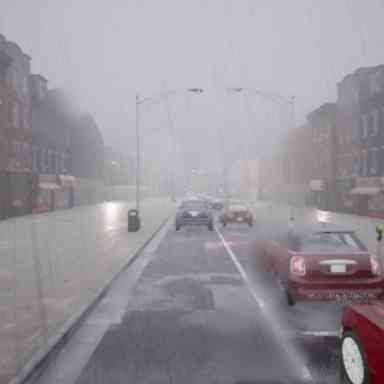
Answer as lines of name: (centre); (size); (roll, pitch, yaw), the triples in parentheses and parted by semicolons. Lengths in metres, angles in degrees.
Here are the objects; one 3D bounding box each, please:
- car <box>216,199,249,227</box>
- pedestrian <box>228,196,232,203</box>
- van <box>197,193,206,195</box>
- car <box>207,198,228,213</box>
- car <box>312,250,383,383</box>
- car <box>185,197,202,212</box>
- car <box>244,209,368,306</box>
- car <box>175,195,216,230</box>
car: (2.777, 1.412, 21.592); (1.812, 1.442, 4.674); (0, 0, 0)
pedestrian: (2.781, 1.168, 24.419); (0.375, 1.860, 0.375); (-1, 1, 0)
van: (2.721, 1.208, 79.899); (1.690, 1.788, 3.998); (-1, 0, 0)
car: (2.673, 1.382, 36.064); (1.887, 1.381, 4.507); (-1, 0, 0)
car: (2.633, 1.529, 2.309); (1.887, 1.381, 4.507); (-1, 0, 0)
car: (0.162, 1.360, 37.865); (1.812, 1.442, 4.674); (0, 0, 0)
car: (2.638, 1.391, 7.934); (1.967, 1.590, 4.097); (-1, 0, 0)
car: (0.126, 1.243, 20.221); (2.097, 1.767, 4.553); (0, 0, 0)
